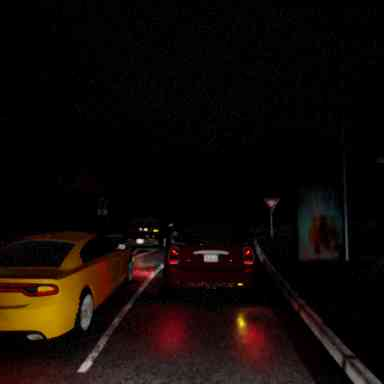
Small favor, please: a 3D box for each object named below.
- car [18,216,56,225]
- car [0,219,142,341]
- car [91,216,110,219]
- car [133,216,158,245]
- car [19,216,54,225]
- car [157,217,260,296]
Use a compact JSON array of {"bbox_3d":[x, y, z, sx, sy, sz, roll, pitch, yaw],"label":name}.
[{"bbox_3d":[-25.555,4.664,54.865,5.357,1.411,2.033,3,-5,-34],"label":"car"},{"bbox_3d":[-2.540,1.538,6.824,1.882,1.535,5.008,0,-1,3],"label":"car"},{"bbox_3d":[-15.496,4.661,55.263,4.181,1.385,1.994,0,-4,-4],"label":"car"},{"bbox_3d":[-2.067,1.938,16.320,1.837,1.490,4.892,0,-3,2],"label":"car"},{"bbox_3d":[-24.260,4.503,51.775,4.718,1.301,1.895,3,-5,-36],"label":"car"},{"bbox_3d":[0.516,1.458,9.033,2.097,1.767,4.553,0,-2,3],"label":"car"}]
